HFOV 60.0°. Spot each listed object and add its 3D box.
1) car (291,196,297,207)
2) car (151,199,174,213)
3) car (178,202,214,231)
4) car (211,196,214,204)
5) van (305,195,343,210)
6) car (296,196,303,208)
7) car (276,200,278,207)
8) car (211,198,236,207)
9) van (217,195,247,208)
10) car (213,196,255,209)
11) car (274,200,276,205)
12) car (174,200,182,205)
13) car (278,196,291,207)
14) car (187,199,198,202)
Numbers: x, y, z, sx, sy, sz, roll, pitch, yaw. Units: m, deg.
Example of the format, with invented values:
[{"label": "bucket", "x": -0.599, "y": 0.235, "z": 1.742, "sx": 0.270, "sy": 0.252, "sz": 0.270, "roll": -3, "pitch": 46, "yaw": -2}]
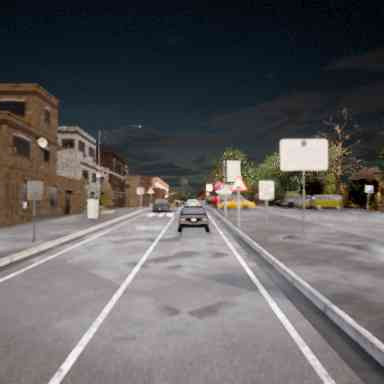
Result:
[{"label": "car", "x": 18.664, "y": 1.738, "z": 51.457, "sx": 5.366, "sy": 1.575, "sz": 1.946, "roll": 0, "pitch": -1, "yaw": 0}, {"label": "car", "x": -3.373, "y": 1.555, "z": 37.308, "sx": 1.837, "sy": 1.490, "sz": 4.892, "roll": 0, "pitch": 0, "yaw": 0}, {"label": "car", "x": 0.089, "y": 1.569, "z": 20.682, "sx": 2.033, "sy": 1.411, "sz": 5.357, "roll": 0, "pitch": 0, "yaw": 0}, {"label": "car", "x": 6.170, "y": 1.667, "z": 58.694, "sx": 5.566, "sy": 2.045, "sz": 2.435, "roll": 0, "pitch": -2, "yaw": -1}, {"label": "van", "x": 18.408, "y": 1.410, "z": 46.004, "sx": 4.442, "sy": 1.987, "sz": 1.878, "roll": 0, "pitch": -1, "yaw": 0}, {"label": "car", "x": 18.686, "y": 1.683, "z": 48.796, "sx": 5.366, "sy": 1.575, "sz": 1.946, "roll": 0, "pitch": -1, "yaw": 0}, {"label": "car", "x": 18.387, "y": 1.962, "z": 59.961, "sx": 4.892, "sy": 1.521, "sz": 2.231, "roll": 0, "pitch": -2, "yaw": -1}, {"label": "car", "x": 6.094, "y": 1.977, "z": 64.640, "sx": 4.553, "sy": 1.767, "sz": 2.185, "roll": 0, "pitch": -2, "yaw": -1}, {"label": "van", "x": 6.317, "y": 1.536, "z": 52.504, "sx": 4.442, "sy": 1.987, "sz": 1.878, "roll": 0, "pitch": -1, "yaw": -1}, {"label": "car", "x": 6.067, "y": 1.639, "z": 46.543, "sx": 5.366, "sy": 1.575, "sz": 1.946, "roll": 0, "pitch": -1, "yaw": 0}, {"label": "car", "x": 18.330, "y": 1.792, "z": 62.636, "sx": 5.566, "sy": 2.045, "sz": 2.435, "roll": 0, "pitch": -2, "yaw": -1}, {"label": "car", "x": -3.434, "y": 2.535, "z": 78.748, "sx": 1.882, "sy": 1.535, "sz": 5.008, "roll": 0, "pitch": -3, "yaw": 0}, {"label": "car", "x": 18.401, "y": 1.627, "z": 57.177, "sx": 5.566, "sy": 2.045, "sz": 2.435, "roll": 0, "pitch": -2, "yaw": -1}, {"label": "car", "x": 0.063, "y": 1.600, "z": 40.117, "sx": 1.812, "sy": 1.442, "sz": 4.674, "roll": 0, "pitch": -1, "yaw": 0}]
